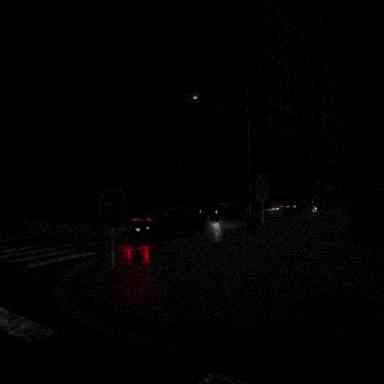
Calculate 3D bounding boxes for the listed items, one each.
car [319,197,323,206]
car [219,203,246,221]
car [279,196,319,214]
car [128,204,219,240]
[{"bbox_3d":[16.622,1.259,45.977,1.882,1.535,5.008,-2,-1,36],"label":"car"},{"bbox_3d":[2.461,1.539,26.482,1.895,1.301,4.718,-2,-1,36],"label":"car"},{"bbox_3d":[10.146,1.338,32.098,2.033,1.411,5.357,-2,-1,36],"label":"car"},{"bbox_3d":[-0.981,1.429,16.665,2.128,1.511,4.902,-2,-1,36],"label":"car"}]
